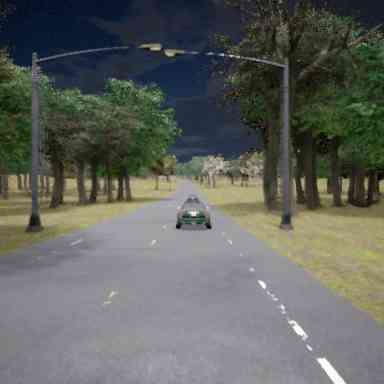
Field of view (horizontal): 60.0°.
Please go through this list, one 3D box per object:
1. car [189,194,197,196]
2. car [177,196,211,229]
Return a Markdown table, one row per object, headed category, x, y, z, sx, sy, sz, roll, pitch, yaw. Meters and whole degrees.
| category | x | y | z | sx | sy | sz | roll | pitch | yaw |
| --- | --- | --- | --- | --- | --- | --- | --- | --- | --- |
| car | 0.114 | 1.133 | 56.067 | 2.097 | 1.767 | 4.553 | 0 | 1 | 0 |
| car | 0.104 | 1.372 | 22.127 | 2.097 | 1.767 | 4.553 | 0 | 0 | 0 |
